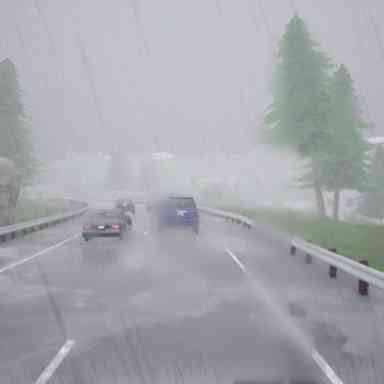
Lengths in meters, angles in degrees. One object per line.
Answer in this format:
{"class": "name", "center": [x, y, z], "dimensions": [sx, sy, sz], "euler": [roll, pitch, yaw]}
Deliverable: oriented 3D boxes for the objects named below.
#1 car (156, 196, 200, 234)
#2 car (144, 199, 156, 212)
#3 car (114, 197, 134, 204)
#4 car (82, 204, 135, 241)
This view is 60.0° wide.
{"class": "car", "center": [-0.874, 1.224, 19.360], "dimensions": [2.150, 2.045, 5.566], "euler": [0, 0, -6]}
{"class": "car", "center": [-4.290, 1.556, 38.228], "dimensions": [2.033, 1.411, 5.357], "euler": [0, 0, -15]}
{"class": "car", "center": [-7.288, 1.366, 35.609], "dimensions": [2.097, 1.767, 4.553], "euler": [0, 0, -13]}
{"class": "car", "center": [-4.121, 1.555, 16.791], "dimensions": [2.033, 1.411, 5.357], "euler": [0, 0, -5]}
